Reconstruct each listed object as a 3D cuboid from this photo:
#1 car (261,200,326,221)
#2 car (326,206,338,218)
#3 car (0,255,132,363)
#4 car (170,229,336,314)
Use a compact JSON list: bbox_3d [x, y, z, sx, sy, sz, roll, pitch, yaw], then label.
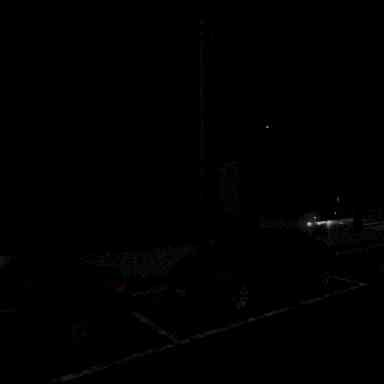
[{"bbox_3d":[7.682,1.531,27.148,2.033,1.411,5.357,0,0,-36],"label":"car"},{"bbox_3d":[10.264,1.479,29.125,1.837,1.490,4.892,0,0,-36],"label":"car"},{"bbox_3d":[-2.883,1.582,4.478,4.206,1.307,1.802,0,0,-35],"label":"car"},{"bbox_3d":[1.555,1.565,7.643,4.313,1.339,1.947,0,0,-35],"label":"car"}]
